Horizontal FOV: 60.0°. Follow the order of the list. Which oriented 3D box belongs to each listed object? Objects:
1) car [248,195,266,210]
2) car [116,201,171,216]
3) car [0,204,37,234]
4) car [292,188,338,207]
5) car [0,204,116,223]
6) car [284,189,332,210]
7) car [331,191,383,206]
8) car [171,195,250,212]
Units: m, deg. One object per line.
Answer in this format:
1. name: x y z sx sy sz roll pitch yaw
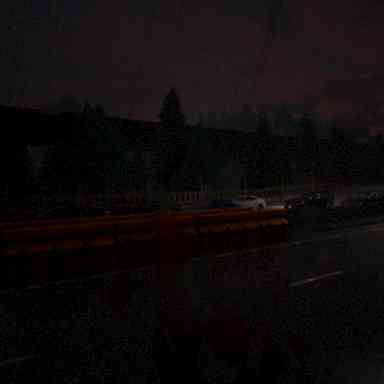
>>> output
1. car: 4.207 1.016 27.973 4.674 1.442 1.812 -2 1 -34
2. car: -3.202 1.319 22.947 4.718 1.301 1.895 -2 1 -34
3. car: -10.970 1.462 17.691 4.674 1.442 1.812 -1 1 -33
4. car: 12.462 0.463 33.585 4.892 1.490 1.837 -5 3 -34
5. car: -6.633 1.370 16.396 4.902 1.511 2.128 -2 1 -34
6. car: 9.711 0.809 27.490 4.902 1.511 2.128 -4 2 -34
7. car: 13.385 0.715 25.657 4.902 1.511 2.128 -4 2 -34
8. car: 1.251 1.182 21.736 4.674 1.442 1.812 -2 1 -34
